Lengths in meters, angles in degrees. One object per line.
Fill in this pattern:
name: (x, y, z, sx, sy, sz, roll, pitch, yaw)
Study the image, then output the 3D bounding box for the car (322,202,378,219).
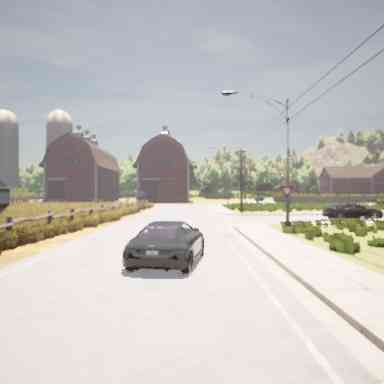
car: (13.655, 1.671, 28.316, 4.892, 1.490, 1.837, 0, -1, 0)

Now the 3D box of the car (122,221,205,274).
car: (-0.758, 1.629, 10.985, 1.994, 1.385, 4.181, 0, 0, 9)
